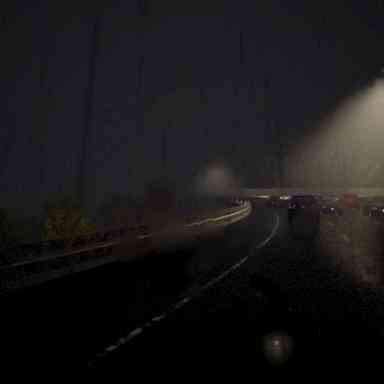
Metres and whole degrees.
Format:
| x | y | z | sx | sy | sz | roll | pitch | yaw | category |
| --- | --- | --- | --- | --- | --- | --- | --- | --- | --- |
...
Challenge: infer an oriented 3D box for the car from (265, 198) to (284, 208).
| x | y | z | sx | sy | sz | roll | pitch | yaw | category |
| --- | --- | --- | --- | --- | --- | --- | --- | --- | --- |
| 11.770 | 1.554 | 47.931 | 2.033 | 1.411 | 5.357 | 0 | 0 | 2 | car |

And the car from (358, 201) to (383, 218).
| x | y | z | sx | sy | sz | roll | pitch | yaw | category |
| --- | --- | --- | --- | --- | --- | --- | --- | --- | --- |
| 17.056 | 1.570 | 30.573 | 1.994 | 1.385 | 4.181 | 0 | 0 | 15 | car |

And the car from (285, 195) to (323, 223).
| x | y | z | sx | sy | sz | roll | pitch | yaw | category |
| --- | --- | --- | --- | --- | --- | --- | --- | --- | --- |
| 8.583 | 1.225 | 26.057 | 2.150 | 2.045 | 5.566 | 0 | 0 | 14 | car |

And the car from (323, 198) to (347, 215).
| x | y | z | sx | sy | sz | roll | pitch | yaw | category |
| --- | --- | --- | --- | --- | --- | --- | --- | --- | --- |
| 13.690 | 1.570 | 33.524 | 1.994 | 1.385 | 4.181 | 0 | 0 | 10 | car |

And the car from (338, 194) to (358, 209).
| x | y | z | sx | sy | sz | roll | pitch | yaw | category |
| --- | --- | --- | --- | --- | --- | --- | --- | --- | --- |
| 21.633 | 1.230 | 46.104 | 2.150 | 2.045 | 5.566 | 0 | 0 | 19 | car |
